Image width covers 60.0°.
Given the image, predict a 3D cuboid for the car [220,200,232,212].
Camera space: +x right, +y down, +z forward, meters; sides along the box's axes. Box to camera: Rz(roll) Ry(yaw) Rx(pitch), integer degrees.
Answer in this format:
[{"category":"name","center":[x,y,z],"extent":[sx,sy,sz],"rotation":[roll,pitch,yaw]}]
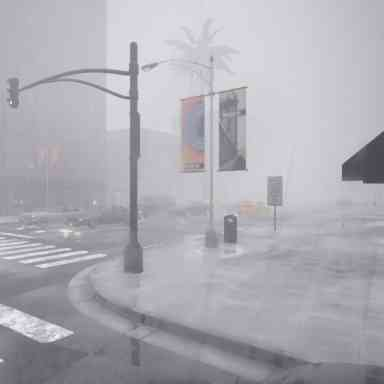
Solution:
[{"category":"car","center":[5.710,1.549,38.583],"extent":[2.128,1.511,4.902],"rotation":[0,0,35]}]

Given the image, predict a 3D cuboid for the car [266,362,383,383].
[{"category":"car","center":[2.202,1.551,1.275],"extent":[4.403,1.369,2.008],"rotation":[0,0,36]}]

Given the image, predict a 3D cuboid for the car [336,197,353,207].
[{"category":"car","center":[24.807,1.619,54.013],"extent":[2.128,1.511,4.902],"rotation":[0,0,35]}]

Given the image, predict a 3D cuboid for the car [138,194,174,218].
[{"category":"car","center":[-3.679,1.252,30.944],"extent":[2.150,2.045,5.566],"rotation":[0,0,35]}]

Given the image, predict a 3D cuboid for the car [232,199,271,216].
[{"category":"car","center":[6.264,1.532,33.405],"extent":[1.882,1.535,5.008],"rotation":[0,0,35]}]

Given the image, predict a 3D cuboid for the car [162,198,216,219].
[{"category":"car","center":[-0.129,1.515,30.333],"extent":[1.882,1.535,5.008],"rotation":[0,0,35]}]

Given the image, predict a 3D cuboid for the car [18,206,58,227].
[{"category":"car","center":[-9.318,1.615,22.973],"extent":[1.895,1.301,4.718],"rotation":[0,0,35]}]

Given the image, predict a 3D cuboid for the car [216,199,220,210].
[{"category":"car","center":[2.247,1.528,39.311],"extent":[1.882,1.535,5.008],"rotation":[0,0,35]}]

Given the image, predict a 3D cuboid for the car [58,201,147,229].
[{"category":"car","center":[-5.798,1.568,22.310],"extent":[2.033,1.411,5.357],"rotation":[0,0,35]}]
